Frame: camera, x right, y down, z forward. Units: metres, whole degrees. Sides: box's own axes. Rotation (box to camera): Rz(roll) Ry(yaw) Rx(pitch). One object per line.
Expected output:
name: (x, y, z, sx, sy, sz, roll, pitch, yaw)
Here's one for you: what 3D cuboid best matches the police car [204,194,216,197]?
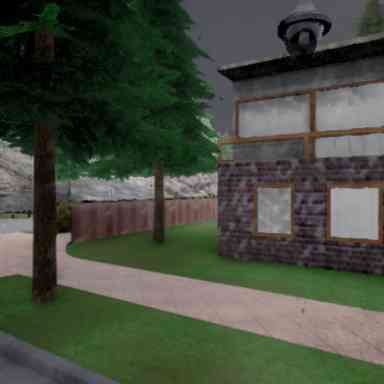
police car: (2.262, 1.062, 44.568, 2.038, 1.542, 4.974, 0, 0, 31)
